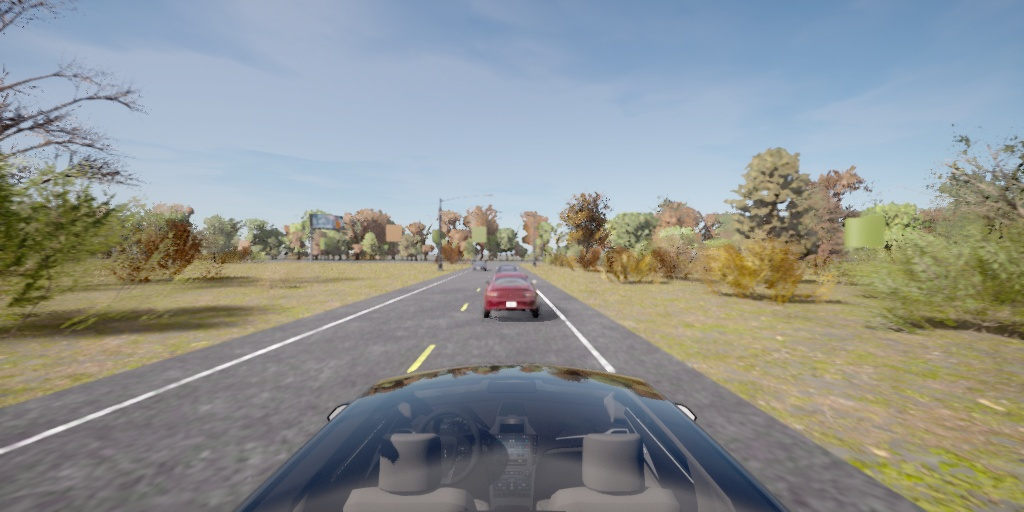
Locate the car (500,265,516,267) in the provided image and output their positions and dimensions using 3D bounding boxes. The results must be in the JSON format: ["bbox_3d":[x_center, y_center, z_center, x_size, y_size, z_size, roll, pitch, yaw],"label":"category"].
[{"bbox_3d":[-0.333,1.367,28.322,1.994,1.385,4.181,0,0,-1],"label":"car"}]

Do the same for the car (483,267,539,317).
[{"bbox_3d":[-0.047,1.301,13.140,1.812,1.442,4.674,0,0,-1],"label":"car"}]

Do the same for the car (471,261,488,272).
[{"bbox_3d":[-4.412,1.367,49.421,1.812,1.442,4.674,0,0,-1],"label":"car"}]
